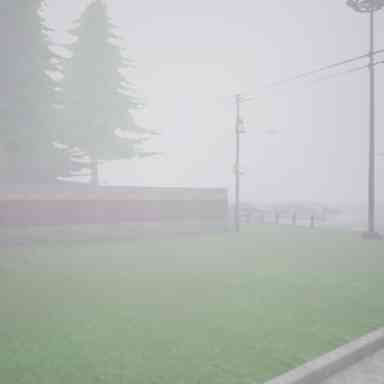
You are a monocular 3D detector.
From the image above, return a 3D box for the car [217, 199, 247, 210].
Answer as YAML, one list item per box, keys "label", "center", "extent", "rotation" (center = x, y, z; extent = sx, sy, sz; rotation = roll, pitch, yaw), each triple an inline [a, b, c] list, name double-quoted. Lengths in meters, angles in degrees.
- label: "car"
  center: [5.712, 1.803, 47.723]
  extent: [1.994, 1.385, 4.181]
  rotation: [1, 0, -36]

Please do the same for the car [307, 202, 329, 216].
- label: "car"
  center: [11.066, 1.704, 34.344]
  extent: [2.128, 1.511, 4.902]
  rotation: [1, 0, -36]

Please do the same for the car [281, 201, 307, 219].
- label: "car"
  center: [8.298, 1.789, 32.197]
  extent: [1.895, 1.301, 4.718]
  rotation: [1, 0, -36]

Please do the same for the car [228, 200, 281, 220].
- label: "car"
  center: [5.291, 1.640, 30.383]
  extent: [1.882, 1.535, 5.008]
  rotation: [1, 0, -36]

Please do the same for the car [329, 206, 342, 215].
- label: "car"
  center: [13.637, 1.787, 36.761]
  extent: [2.033, 1.411, 5.357]
  rotation: [1, 0, -36]
